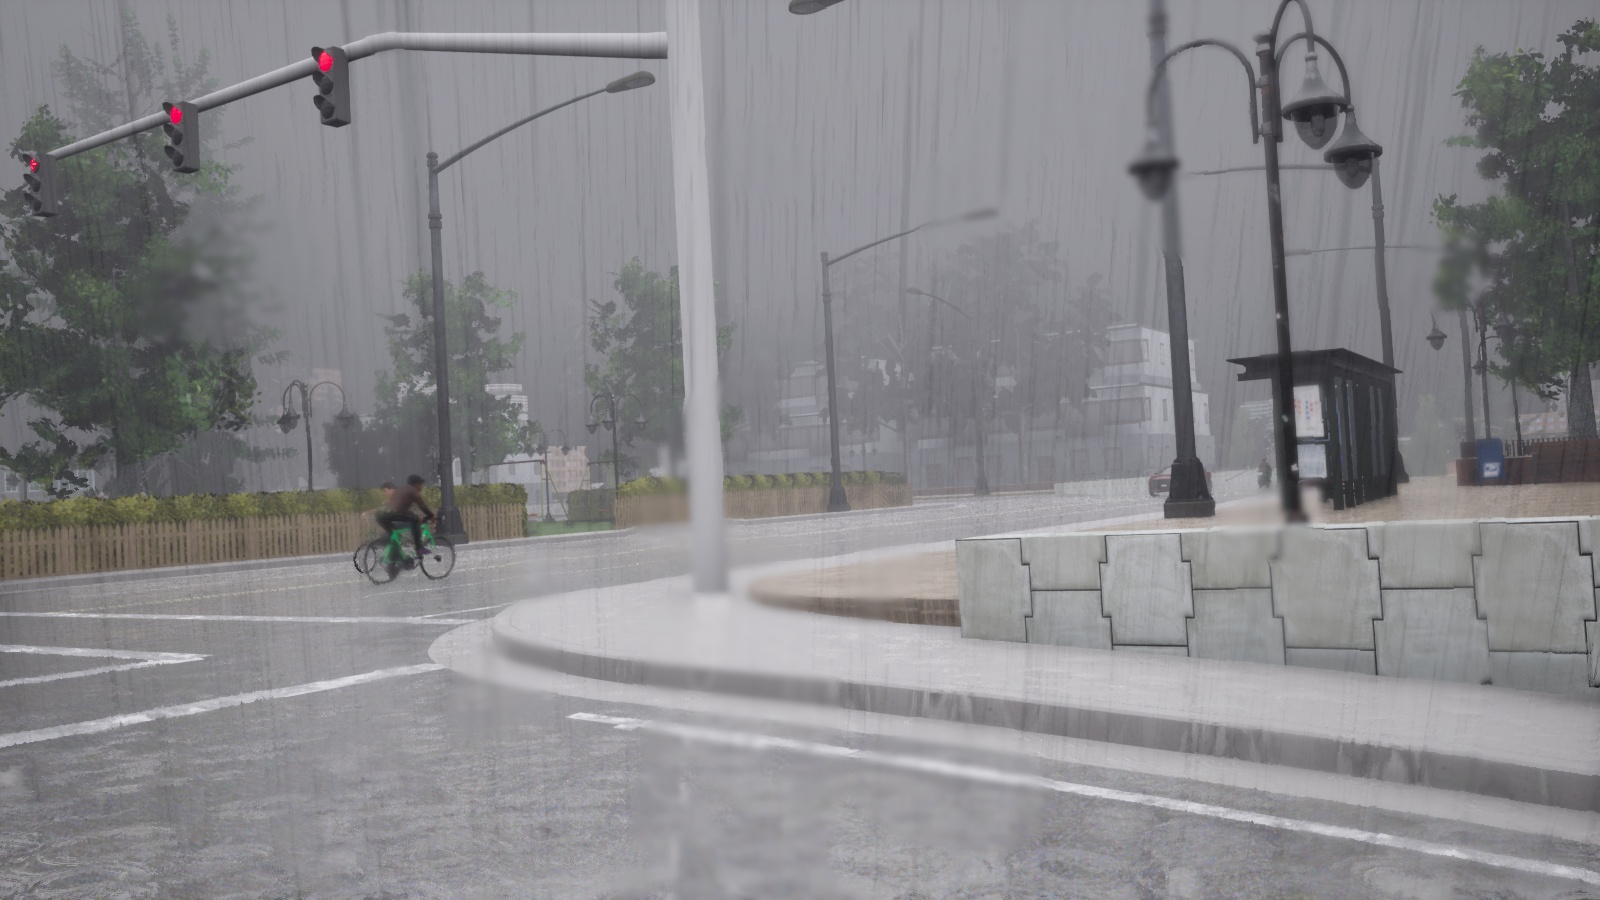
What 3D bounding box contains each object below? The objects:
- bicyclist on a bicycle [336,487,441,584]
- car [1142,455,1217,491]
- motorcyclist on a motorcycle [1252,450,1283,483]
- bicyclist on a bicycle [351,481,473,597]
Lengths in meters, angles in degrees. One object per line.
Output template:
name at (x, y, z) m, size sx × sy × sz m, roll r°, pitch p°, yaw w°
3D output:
bicyclist on a bicycle at (-7.432, 1.536, 22.724) m, size 0.866 × 1.612 × 1.509 m, roll -5°, pitch -2°, yaw 35°
car at (18.262, 1.073, 60.250) m, size 1.882 × 1.535 × 5.008 m, roll -6°, pitch -3°, yaw 34°
motorcyclist on a motorcycle at (22.327, 0.789, 60.009) m, size 0.797 × 1.523 × 2.044 m, roll -5°, pitch -3°, yaw 34°
bicyclist on a bicycle at (-5.835, 1.314, 18.970) m, size 0.582 × 1.620 × 1.656 m, roll -6°, pitch -3°, yaw 35°
